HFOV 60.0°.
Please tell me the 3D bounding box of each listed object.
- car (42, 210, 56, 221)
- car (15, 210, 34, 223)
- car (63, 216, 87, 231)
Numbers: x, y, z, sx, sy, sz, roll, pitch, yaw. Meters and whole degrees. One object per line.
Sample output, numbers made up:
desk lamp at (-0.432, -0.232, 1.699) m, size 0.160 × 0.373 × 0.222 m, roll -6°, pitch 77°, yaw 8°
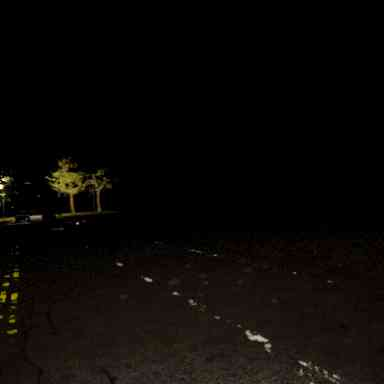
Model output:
car at (-28.013, 4.594, 65.120) m, size 2.150 × 2.045 × 5.566 m, roll -3°, pitch -2°, yaw -27°
car at (-33.125, 4.897, 65.249) m, size 2.150 × 2.045 × 5.566 m, roll -3°, pitch -2°, yaw -20°
car at (-12.161, 3.175, 34.421) m, size 1.994 × 1.385 × 4.181 m, roll -3°, pitch -2°, yaw -27°
